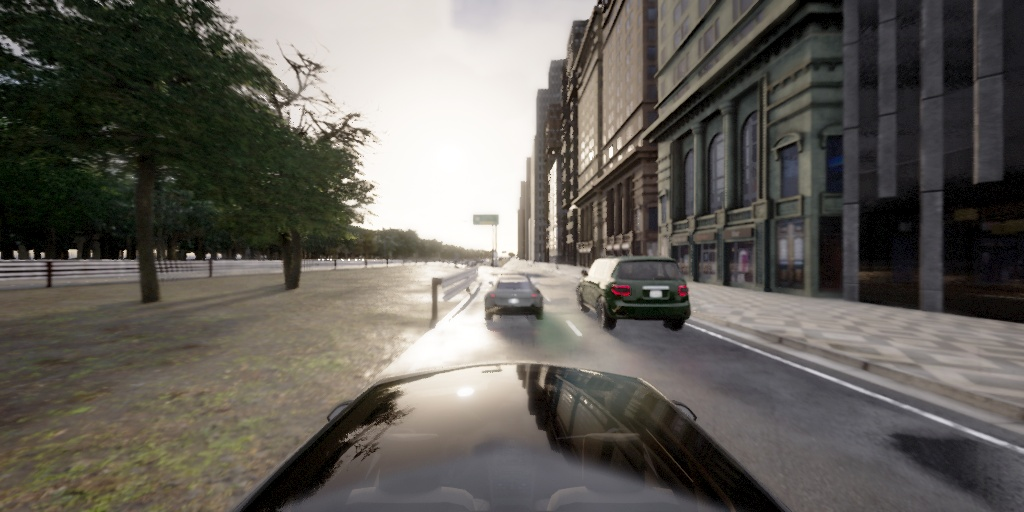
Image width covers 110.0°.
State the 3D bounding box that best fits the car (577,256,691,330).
[{"bbox_3d":[3.563,1.026,11.503,2.150,2.045,5.566,0,0,0],"label":"car"}]

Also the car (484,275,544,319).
[{"bbox_3d":[0.074,1.374,13.059,1.994,1.385,4.181,0,0,0],"label":"car"}]
